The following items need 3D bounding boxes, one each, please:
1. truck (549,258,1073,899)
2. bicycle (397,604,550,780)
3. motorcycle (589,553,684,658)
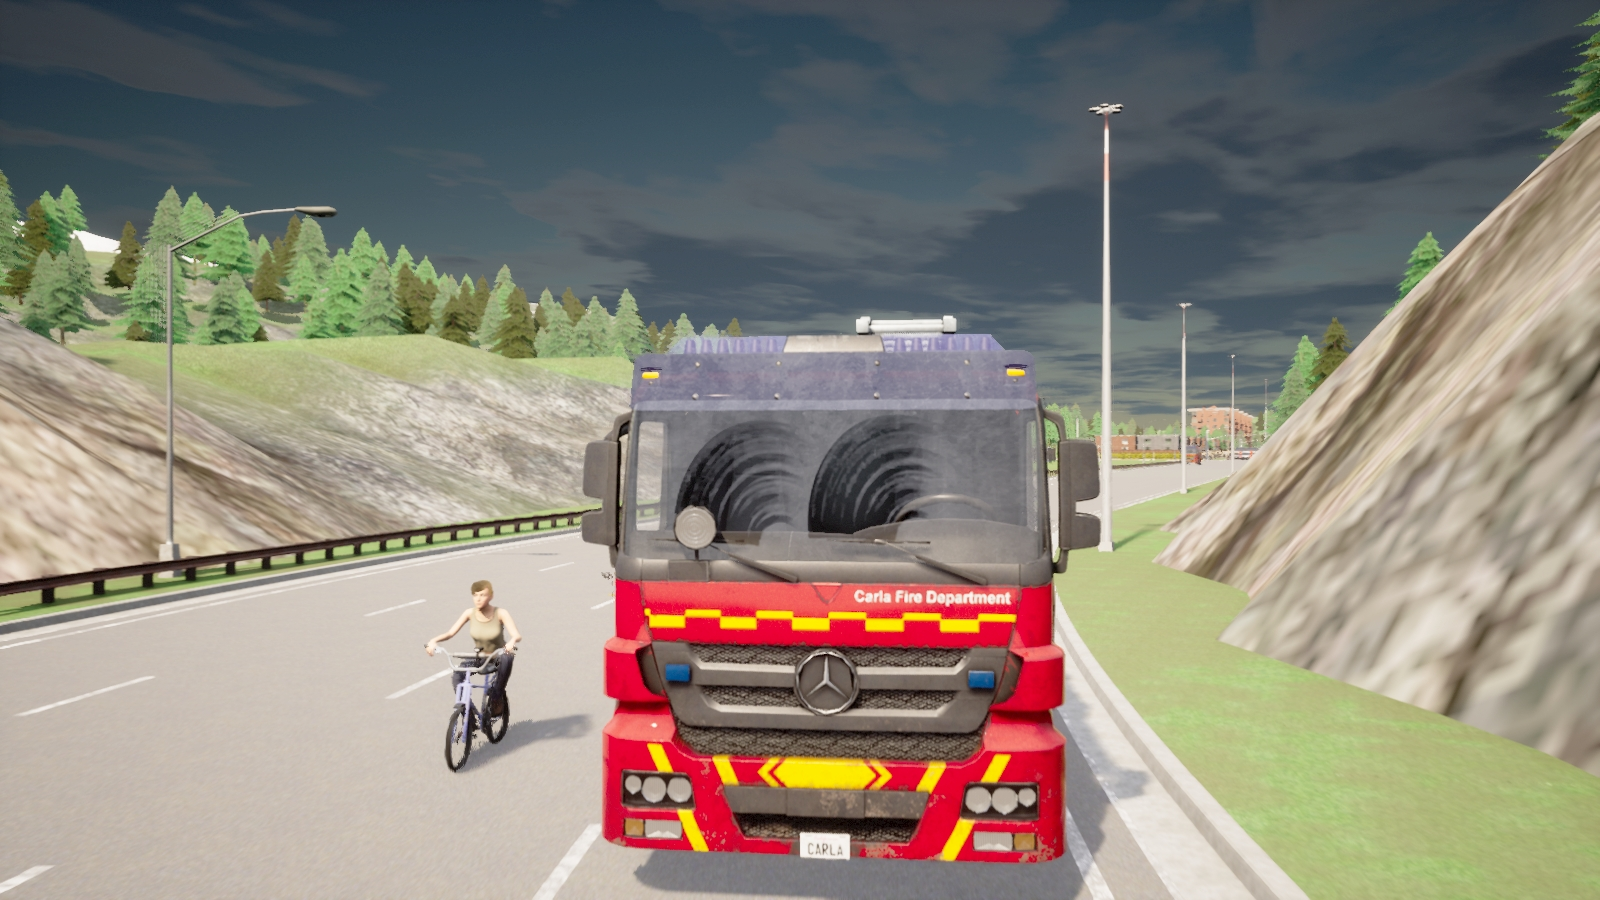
[{"bbox_3d":[0.487,0.891,10.475,2.891,3.827,8.468,0,0,6],"label":"truck"},{"bbox_3d":[-2.941,2.157,10.458,0.859,1.277,1.487,0,0,5],"label":"bicycle"},{"bbox_3d":[-2.315,2.186,16.426,0.803,1.199,2.033,1,0,8],"label":"motorcycle"}]
